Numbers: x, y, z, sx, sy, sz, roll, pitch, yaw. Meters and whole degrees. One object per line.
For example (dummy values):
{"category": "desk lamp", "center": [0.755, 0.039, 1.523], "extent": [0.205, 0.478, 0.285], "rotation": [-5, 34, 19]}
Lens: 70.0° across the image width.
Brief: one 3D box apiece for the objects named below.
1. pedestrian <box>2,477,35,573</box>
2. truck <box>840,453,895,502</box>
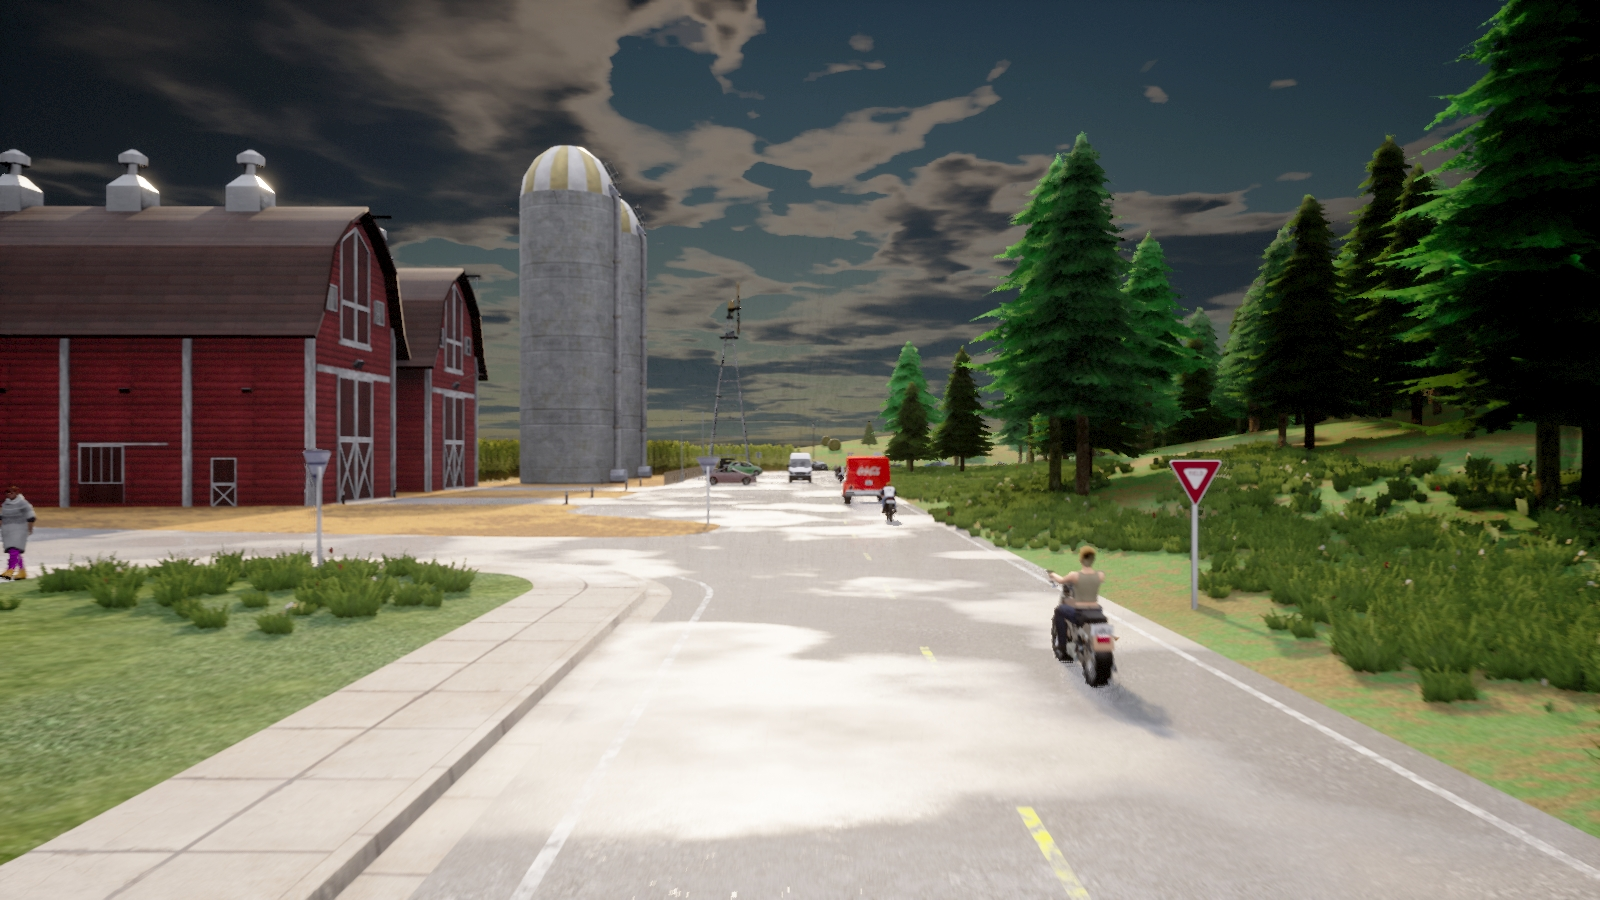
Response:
{"category": "pedestrian", "center": [-15.443, 1.470, 22.576], "extent": [0.375, 1.860, 0.375], "rotation": [0, 0, 7]}
{"category": "truck", "center": [3.518, 1.428, 60.977], "extent": [2.627, 2.467, 5.204], "rotation": [0, 0, 0]}
